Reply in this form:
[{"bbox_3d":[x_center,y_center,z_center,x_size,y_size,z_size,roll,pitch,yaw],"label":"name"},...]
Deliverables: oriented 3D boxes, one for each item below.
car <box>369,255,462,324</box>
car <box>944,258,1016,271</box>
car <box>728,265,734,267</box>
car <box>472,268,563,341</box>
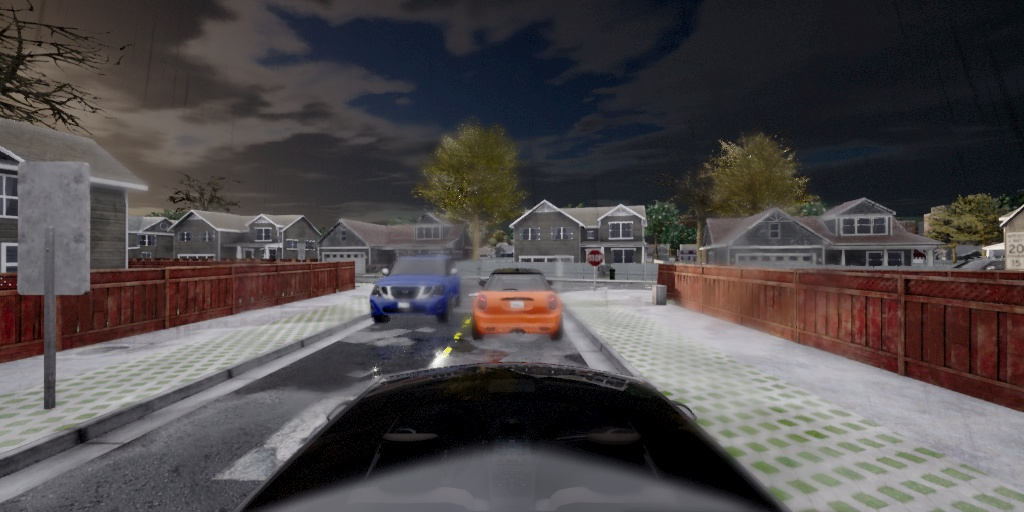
[{"bbox_3d":[-3.004,0.972,12.377,2.150,2.045,5.566,0,0,-2],"label":"car"},{"bbox_3d":[25.167,1.118,18.755,5.566,2.045,2.150,0,0,20],"label":"car"},{"bbox_3d":[12.991,1.338,22.985,4.892,1.490,1.837,0,0,18],"label":"car"},{"bbox_3d":[0.131,1.103,10.044,2.097,1.767,4.553,0,0,0],"label":"car"}]
